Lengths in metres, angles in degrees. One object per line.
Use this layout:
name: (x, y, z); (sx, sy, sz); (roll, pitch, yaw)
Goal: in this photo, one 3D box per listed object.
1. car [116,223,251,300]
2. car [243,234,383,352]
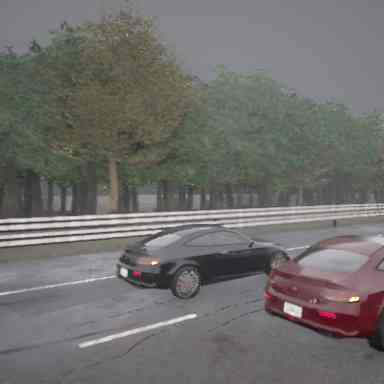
car: (0.437, 1.525, 8.358); (4.674, 1.442, 1.812); (0, 0, -35)
car: (3.319, 1.525, 6.116); (4.674, 1.442, 1.812); (0, 0, -36)
